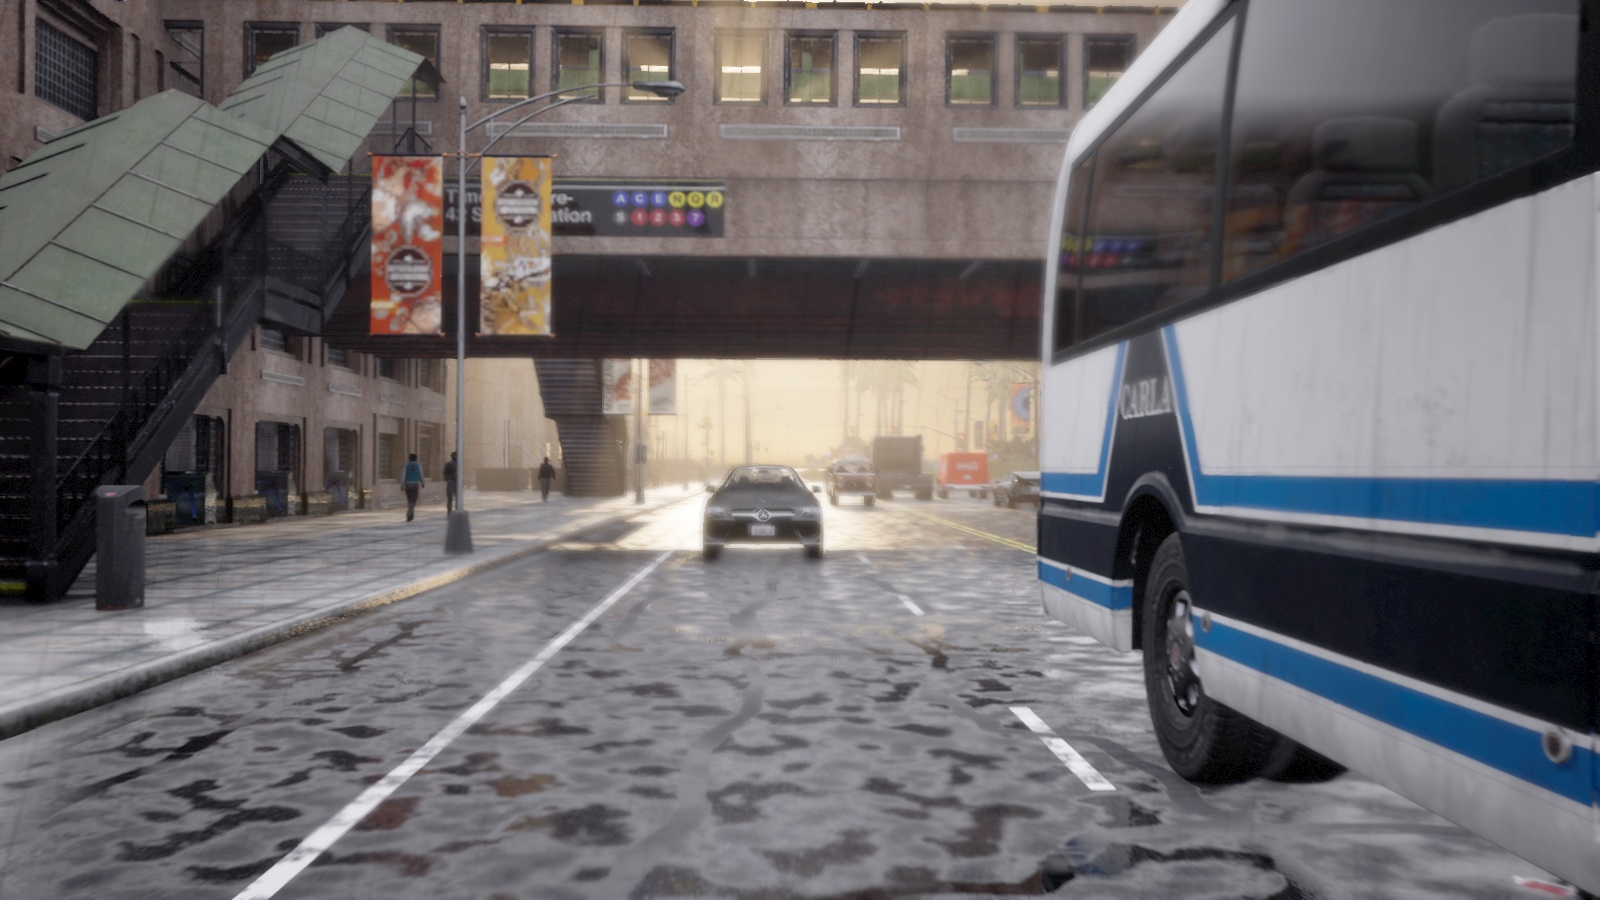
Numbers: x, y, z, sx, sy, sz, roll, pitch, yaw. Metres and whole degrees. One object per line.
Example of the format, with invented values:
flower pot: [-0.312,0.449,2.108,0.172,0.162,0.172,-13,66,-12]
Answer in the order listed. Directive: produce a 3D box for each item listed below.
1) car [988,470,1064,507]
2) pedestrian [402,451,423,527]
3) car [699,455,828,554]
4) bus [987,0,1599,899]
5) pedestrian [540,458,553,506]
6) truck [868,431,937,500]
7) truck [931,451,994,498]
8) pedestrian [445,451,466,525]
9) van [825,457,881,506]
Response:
car: [9.300,1.563,52.111,2.163,1.488,4.792,0,-1,-1]
pedestrian: [-10.036,1.000,32.509,0.396,1.930,0.692,0,-1,-7]
car: [-0.673,0.950,23.613,2.152,1.651,5.027,0,-1,-1]
bus: [3.440,-0.519,3.850,3.944,4.253,10.273,0,-1,-1]
pedestrian: [-9.902,1.250,49.076,0.431,1.840,0.703,0,-1,-6]
truck: [5.369,0.826,67.085,2.891,3.462,7.936,0,-1,-1]
truck: [8.812,1.325,68.580,2.627,2.467,5.204,0,-1,-1]
pedestrian: [-9.136,1.009,33.311,0.402,1.930,0.666,0,-1,-29]
van: [2.224,1.344,53.842,2.069,2.038,4.480,0,-1,-2]
